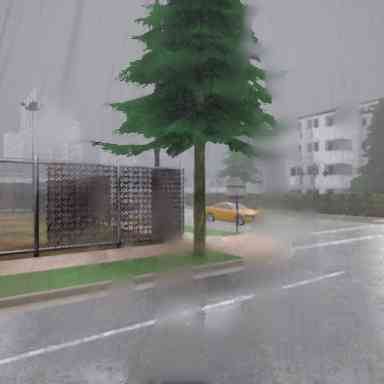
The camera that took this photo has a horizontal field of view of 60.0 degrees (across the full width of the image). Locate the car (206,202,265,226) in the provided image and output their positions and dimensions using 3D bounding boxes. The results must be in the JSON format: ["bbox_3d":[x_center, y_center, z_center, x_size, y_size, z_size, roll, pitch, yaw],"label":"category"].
[{"bbox_3d":[2.945,1.475,23.697,1.882,1.535,5.008,0,1,-35],"label":"car"}]
